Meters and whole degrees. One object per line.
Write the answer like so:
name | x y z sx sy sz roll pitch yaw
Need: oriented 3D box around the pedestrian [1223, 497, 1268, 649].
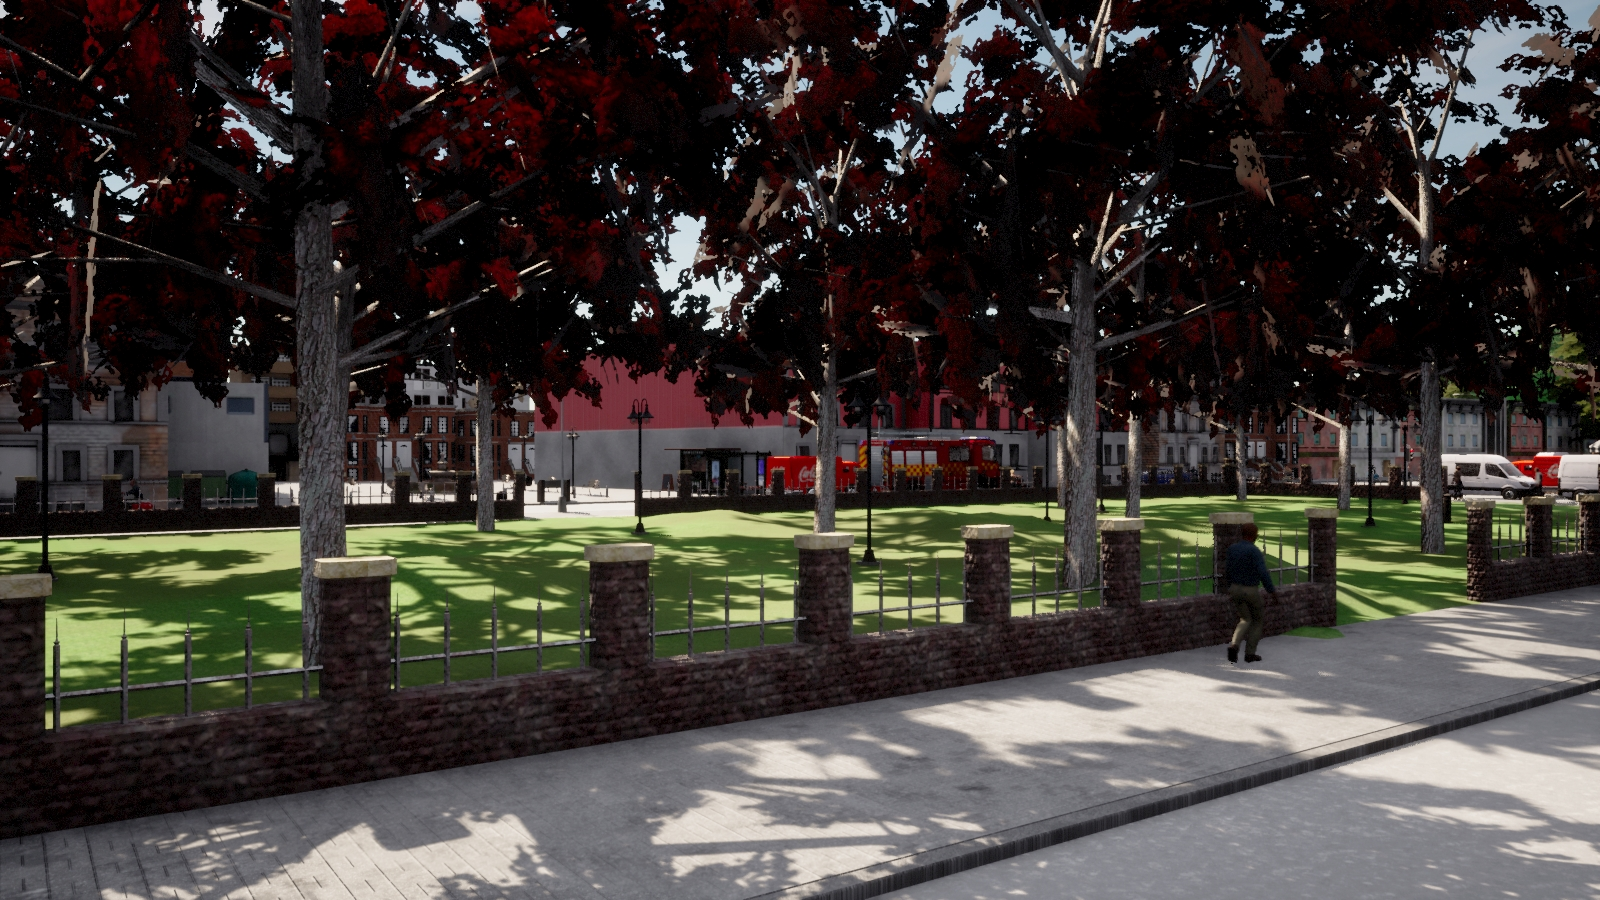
pedestrian | 5.588 1.525 14.342 0.375 1.860 0.375 0 0 -32

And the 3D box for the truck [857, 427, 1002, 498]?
truck | 7.473 0.671 65.186 8.468 3.827 2.891 0 0 -35

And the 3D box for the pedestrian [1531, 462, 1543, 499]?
pedestrian | 37.225 1.525 57.712 0.375 1.860 0.375 0 0 -34

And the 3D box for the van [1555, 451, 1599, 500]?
van | 42.801 1.314 59.145 1.988 2.561 5.915 0 0 -34

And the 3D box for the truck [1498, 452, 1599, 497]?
truck | 43.313 1.345 65.355 2.627 2.467 5.204 0 0 -35

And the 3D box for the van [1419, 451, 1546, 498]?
van | 38.735 1.314 65.046 1.988 2.561 5.915 0 0 -34

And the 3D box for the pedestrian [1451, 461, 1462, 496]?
pedestrian | 34.993 1.523 60.891 0.375 1.860 0.375 0 0 -35

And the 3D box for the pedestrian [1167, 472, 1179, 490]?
pedestrian | 22.749 1.906 69.633 0.500 1.100 0.500 0 0 -30

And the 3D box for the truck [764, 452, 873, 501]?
truck | 0.982 1.348 60.339 5.204 2.467 2.627 0 0 -35
